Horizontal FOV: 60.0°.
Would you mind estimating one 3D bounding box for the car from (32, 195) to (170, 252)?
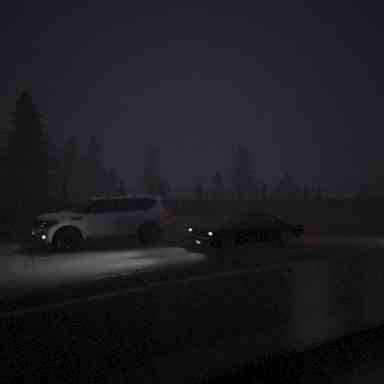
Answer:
[{"bbox_3d":[-3.617,1.161,13.948,5.566,2.045,2.150,0,0,-32],"label":"car"}]

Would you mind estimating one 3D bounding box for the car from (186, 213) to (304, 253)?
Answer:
[{"bbox_3d":[2.160,1.526,13.343,4.718,1.301,1.895,0,0,-29],"label":"car"}]
